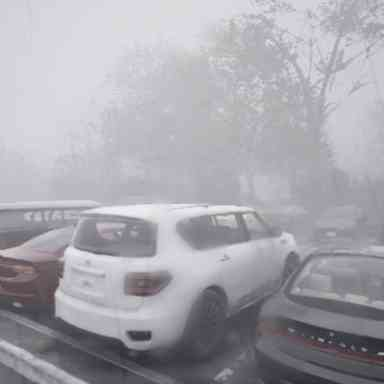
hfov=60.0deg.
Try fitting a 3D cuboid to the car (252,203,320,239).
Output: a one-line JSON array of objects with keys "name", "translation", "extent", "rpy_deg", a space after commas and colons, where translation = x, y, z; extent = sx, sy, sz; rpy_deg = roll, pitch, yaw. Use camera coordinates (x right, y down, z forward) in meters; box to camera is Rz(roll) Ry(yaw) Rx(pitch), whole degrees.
[{"name": "car", "translation": [5.433, 1.482, 18.641], "extent": [2.097, 1.535, 5.008], "rpy_deg": [0, 0, 35]}]

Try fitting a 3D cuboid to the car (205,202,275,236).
[{"name": "car", "translation": [3.058, 1.486, 20.110], "extent": [1.946, 1.575, 5.366], "rpy_deg": [0, 0, 35]}]

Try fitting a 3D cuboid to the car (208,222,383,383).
[{"name": "car", "translation": [2.517, 1.469, 4.665], "extent": [2.231, 1.521, 4.892], "rpy_deg": [0, 0, 36]}]

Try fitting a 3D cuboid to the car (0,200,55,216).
[{"name": "car", "translation": [-17.239, 1.613, 34.811], "extent": [2.097, 1.535, 5.008], "rpy_deg": [-1, 0, 36]}]

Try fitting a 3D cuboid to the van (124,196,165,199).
[{"name": "van", "translation": [-3.574, 1.284, 25.204], "extent": [1.878, 1.987, 4.442], "rpy_deg": [0, 0, 36]}]

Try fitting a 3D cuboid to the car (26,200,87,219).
[{"name": "car", "translation": [-12.702, 1.565, 31.582], "extent": [2.097, 1.535, 5.008], "rpy_deg": [-1, 0, 36]}]

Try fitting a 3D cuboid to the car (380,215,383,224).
[{"name": "car", "translation": [9.991, 1.498, 15.440], "extent": [2.163, 1.488, 4.792], "rpy_deg": [0, 0, 35]}]

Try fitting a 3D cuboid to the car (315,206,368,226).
[{"name": "car", "translation": [7.688, 1.505, 17.007], "extent": [2.163, 1.488, 4.792], "rpy_deg": [0, 0, 35]}]

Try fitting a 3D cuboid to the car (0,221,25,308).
[{"name": "car", "translation": [-2.056, 1.481, 7.917], "extent": [2.097, 1.535, 5.008], "rpy_deg": [0, 0, 35]}]

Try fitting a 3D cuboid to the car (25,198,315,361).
[{"name": "car", "translation": [0.248, 1.223, 6.319], "extent": [2.435, 2.045, 5.566], "rpy_deg": [0, 0, 35]}]

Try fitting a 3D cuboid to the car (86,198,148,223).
[{"name": "car", "translation": [-5.924, 1.395, 26.699], "extent": [2.185, 1.767, 4.553], "rpy_deg": [0, 0, 35]}]

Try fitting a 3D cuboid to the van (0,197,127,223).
[{"name": "van", "translation": [-4.270, 1.263, 9.642], "extent": [1.878, 1.987, 4.442], "rpy_deg": [0, 0, 35]}]
